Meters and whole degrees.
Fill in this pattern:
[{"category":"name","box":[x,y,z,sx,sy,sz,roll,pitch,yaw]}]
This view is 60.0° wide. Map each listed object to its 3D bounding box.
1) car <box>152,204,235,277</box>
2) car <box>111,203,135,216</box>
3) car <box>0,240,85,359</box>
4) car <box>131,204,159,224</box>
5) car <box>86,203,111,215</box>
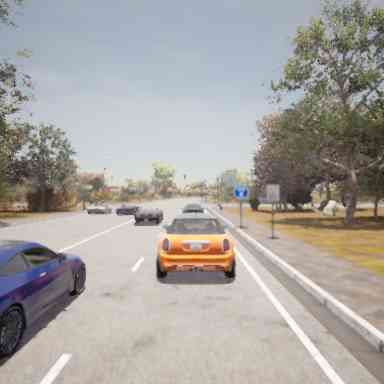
[{"category":"car","box":[0.104,1.445,10.680,2.097,1.767,4.553,0,0,0]},{"category":"car","box":[-7.084,1.916,36.615,1.895,1.301,4.718,0,0,0]},{"category":"car","box":[-3.398,1.577,5.908,1.812,1.442,4.674,0,0,0]},{"category":"car","box":[-3.391,1.833,26.988,1.895,1.301,4.718,0,0,0]},{"category":"car","box":[-10.582,1.930,38.284,1.895,1.301,4.718,0,0,0]}]
